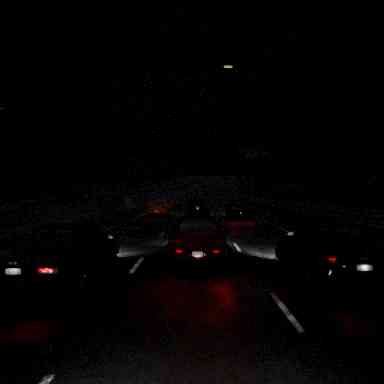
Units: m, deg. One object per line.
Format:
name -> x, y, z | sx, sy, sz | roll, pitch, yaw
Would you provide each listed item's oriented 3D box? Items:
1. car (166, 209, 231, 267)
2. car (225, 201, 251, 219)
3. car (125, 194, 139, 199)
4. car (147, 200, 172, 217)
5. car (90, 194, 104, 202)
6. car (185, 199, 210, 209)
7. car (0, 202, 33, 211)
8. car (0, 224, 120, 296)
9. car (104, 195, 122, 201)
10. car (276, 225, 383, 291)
car -> 0.179, 1.529, 11.357 | 1.812, 1.442, 4.674 | 0, 0, 1
car -> 4.013, 1.502, 29.318 | 2.128, 1.511, 4.902 | 0, 0, 1
car -> -12.040, 1.205, 67.028 | 1.882, 1.535, 5.008 | 0, 1, 3
car -> -2.950, 1.484, 30.837 | 1.882, 1.535, 5.008 | 0, 0, 2
car -> -19.031, 1.243, 67.344 | 2.128, 1.511, 4.902 | 0, 1, 3
car -> 0.505, 1.360, 29.041 | 2.097, 1.767, 4.553 | 0, 0, 1
car -> -13.779, 1.523, 25.687 | 1.812, 1.442, 4.674 | 0, 0, 1
car -> -3.351, 1.548, 8.797 | 2.033, 1.411, 5.357 | 0, 0, 0
car -> -15.538, 1.276, 67.125 | 1.994, 1.385, 4.181 | 0, 1, 3
car -> 3.658, 1.568, 9.018 | 1.994, 1.385, 4.181 | 0, 0, 0
